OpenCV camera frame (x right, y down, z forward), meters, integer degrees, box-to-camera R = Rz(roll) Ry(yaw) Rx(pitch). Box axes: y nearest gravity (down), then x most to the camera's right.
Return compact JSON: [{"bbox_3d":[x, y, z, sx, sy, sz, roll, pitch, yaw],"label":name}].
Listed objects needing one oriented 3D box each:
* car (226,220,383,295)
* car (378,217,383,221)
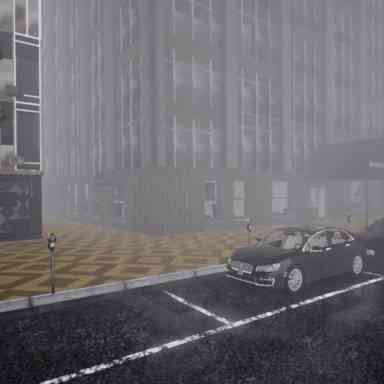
[{"bbox_3d":[2.838,1.549,8.620,4.403,1.369,2.008,0,-1,-36],"label":"car"},{"bbox_3d":[7.456,1.563,11.934,4.313,1.339,1.947,0,-1,-36],"label":"car"}]
